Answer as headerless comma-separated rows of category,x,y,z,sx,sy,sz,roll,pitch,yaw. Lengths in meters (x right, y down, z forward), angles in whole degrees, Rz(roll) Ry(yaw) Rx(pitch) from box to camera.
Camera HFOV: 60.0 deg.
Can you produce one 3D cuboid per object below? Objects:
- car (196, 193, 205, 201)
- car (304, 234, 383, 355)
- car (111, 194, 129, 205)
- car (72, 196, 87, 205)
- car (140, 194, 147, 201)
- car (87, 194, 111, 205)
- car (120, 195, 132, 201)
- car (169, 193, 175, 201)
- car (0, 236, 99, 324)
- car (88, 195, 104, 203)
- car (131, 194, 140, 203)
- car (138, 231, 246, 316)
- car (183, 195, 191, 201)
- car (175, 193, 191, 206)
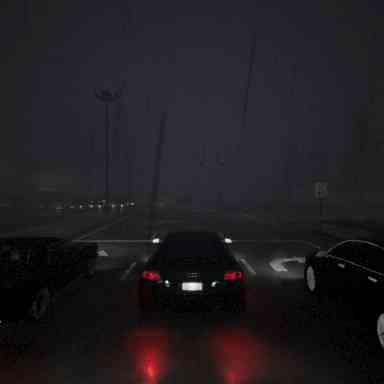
car,2.158,1.349,86.686,2.097,1.767,4.553,0,0,0
car,3.501,1.505,5.803,1.837,1.490,4.892,0,0,0
car,-12.896,1.503,59.928,1.837,1.490,4.892,0,0,0
car,-19.889,1.476,59.769,1.882,1.535,5.008,0,0,0
car,-12.841,1.347,84.440,2.097,1.767,4.553,0,0,0
car,-16.395,1.504,58.905,1.837,1.490,4.892,0,0,0
car,-16.340,1.472,82.714,1.882,1.535,5.008,0,0,0
car,-4.842,1.219,86.366,2.150,2.045,5.566,0,0,0
car,-3.498,1.601,7.123,1.895,1.301,4.718,0,0,0
car,-19.831,1.476,69.241,1.882,1.535,5.008,0,0,0
car,-12.832,1.524,69.997,2.128,1.511,4.902,0,0,0
car,0.003,1.564,7.625,1.994,1.385,4.181,0,0,0
car,-1.342,1.519,86.730,2.128,1.511,4.902,0,0,0
car,-1.323,1.351,55.359,2.097,1.767,4.553,0,0,0
